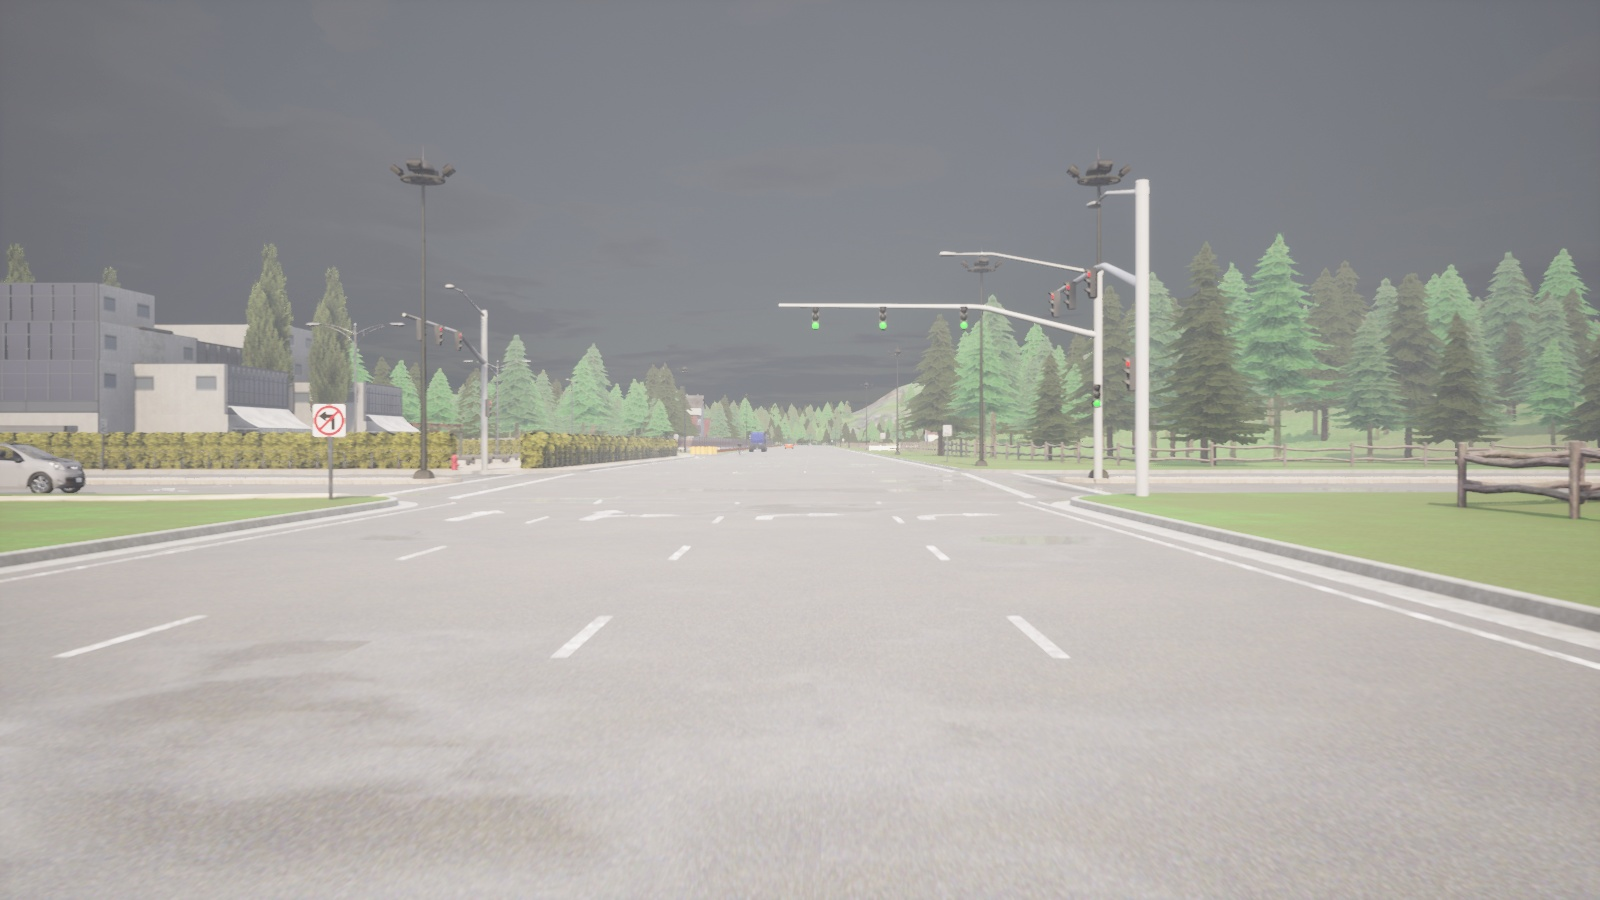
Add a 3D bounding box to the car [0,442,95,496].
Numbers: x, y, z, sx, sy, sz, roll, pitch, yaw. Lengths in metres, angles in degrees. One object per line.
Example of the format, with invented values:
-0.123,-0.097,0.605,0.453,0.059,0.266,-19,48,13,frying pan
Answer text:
-22.660,0.537,36.218,3.633,1.501,1.845,0,0,0,car
